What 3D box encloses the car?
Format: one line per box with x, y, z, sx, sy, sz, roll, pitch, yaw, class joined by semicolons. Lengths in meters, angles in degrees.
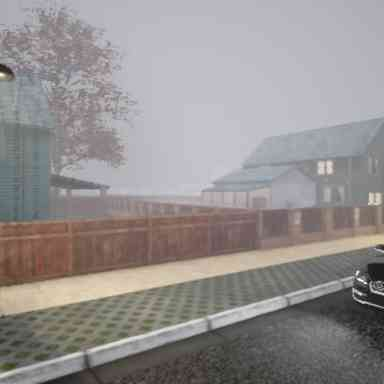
5.216;1.506;6.788;4.892;1.490;1.837;0;0;-35;car
